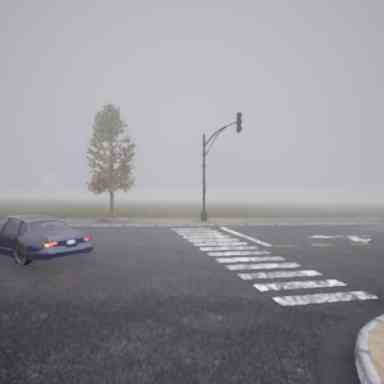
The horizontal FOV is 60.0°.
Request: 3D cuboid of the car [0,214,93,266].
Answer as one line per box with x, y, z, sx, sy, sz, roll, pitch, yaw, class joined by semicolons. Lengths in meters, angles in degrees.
-5.751;1.489;11.409;5.357;1.411;2.033;2;1;33;car
